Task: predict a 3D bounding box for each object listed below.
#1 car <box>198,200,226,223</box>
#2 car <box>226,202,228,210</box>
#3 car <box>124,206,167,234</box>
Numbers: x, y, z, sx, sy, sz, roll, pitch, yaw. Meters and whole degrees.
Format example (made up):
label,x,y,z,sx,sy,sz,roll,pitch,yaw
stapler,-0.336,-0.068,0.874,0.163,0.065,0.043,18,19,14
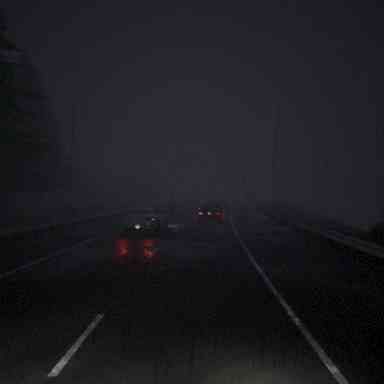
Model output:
label,x,y,z,sx,sy,sz,roll,pitch,yaw
car,1.466,1.565,25.933,2.033,1.411,5.357,0,0,6
car,3.616,1.630,42.514,1.895,1.301,4.718,0,0,9
car,-2.606,1.535,19.232,1.812,1.442,4.674,0,0,4
